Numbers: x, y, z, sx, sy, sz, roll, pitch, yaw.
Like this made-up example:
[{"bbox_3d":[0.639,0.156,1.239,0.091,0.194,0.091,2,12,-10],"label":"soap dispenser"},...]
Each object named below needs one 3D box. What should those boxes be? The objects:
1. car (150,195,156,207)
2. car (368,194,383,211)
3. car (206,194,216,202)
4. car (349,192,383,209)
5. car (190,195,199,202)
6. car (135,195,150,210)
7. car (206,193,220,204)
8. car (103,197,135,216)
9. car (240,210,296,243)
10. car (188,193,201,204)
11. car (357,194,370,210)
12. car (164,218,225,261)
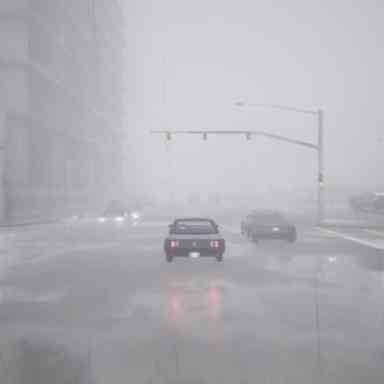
[{"bbox_3d":[-6.741,1.266,50.572,2.097,1.767,4.553,0,0,1],"label":"car"},{"bbox_3d":[25.489,1.356,43.004,3.806,1.475,1.970,0,0,1],"label":"car"},{"bbox_3d":[4.000,1.259,70.311,1.812,1.442,4.674,0,0,1],"label":"car"},{"bbox_3d":[25.541,1.105,48.582,4.605,1.855,1.932,0,0,1],"label":"car"},{"bbox_3d":[0.501,1.333,70.381,1.895,1.301,4.718,0,0,1],"label":"car"},{"bbox_3d":[-6.914,1.423,40.811,2.128,1.511,4.902,0,0,1],"label":"car"},{"bbox_3d":[3.884,1.112,59.920,2.150,2.045,5.566,0,0,1],"label":"car"},{"bbox_3d":[-7.024,1.453,31.458,1.837,1.490,4.892,0,0,1],"label":"car"},{"bbox_3d":[3.573,1.558,16.204,1.994,1.385,4.181,0,0,0],"label":"car"},{"bbox_3d":[0.384,1.115,59.959,2.150,2.045,5.566,0,0,1],"label":"car"},{"bbox_3d":[25.543,1.320,45.898,3.905,1.438,1.784,0,0,1],"label":"car"},{"bbox_3d":[0.077,1.603,12.299,1.895,1.301,4.718,0,0,0],"label":"car"}]
